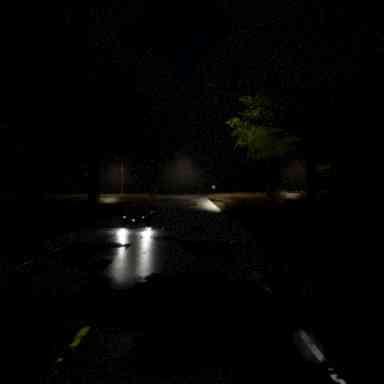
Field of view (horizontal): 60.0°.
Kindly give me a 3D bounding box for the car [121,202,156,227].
[{"bbox_3d":[-3.592,1.469,22.851,1.837,1.490,4.892,0,0,0],"label":"car"}]
